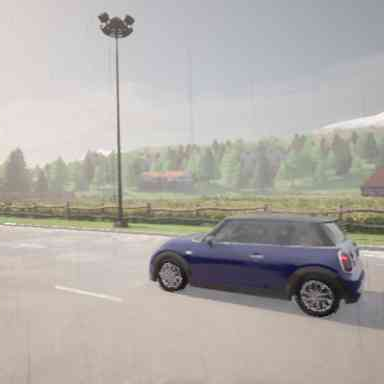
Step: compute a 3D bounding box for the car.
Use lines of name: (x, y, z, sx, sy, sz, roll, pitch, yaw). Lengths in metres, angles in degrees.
car: (1.249, 1.264, 7.355, 4.553, 1.767, 2.097, -1, 0, 31)
